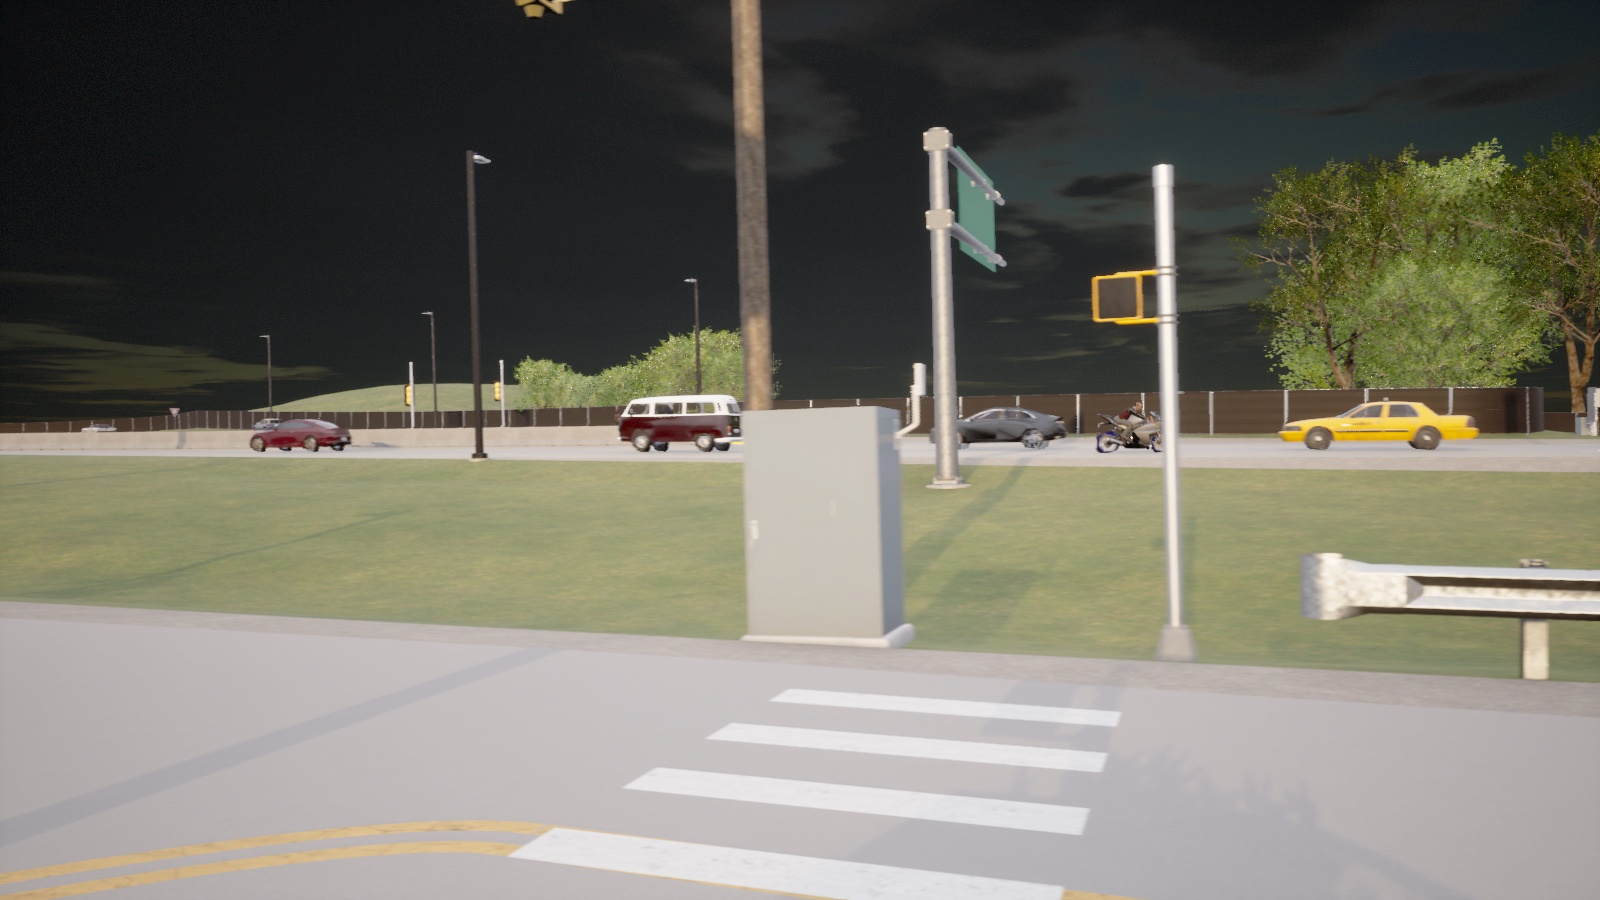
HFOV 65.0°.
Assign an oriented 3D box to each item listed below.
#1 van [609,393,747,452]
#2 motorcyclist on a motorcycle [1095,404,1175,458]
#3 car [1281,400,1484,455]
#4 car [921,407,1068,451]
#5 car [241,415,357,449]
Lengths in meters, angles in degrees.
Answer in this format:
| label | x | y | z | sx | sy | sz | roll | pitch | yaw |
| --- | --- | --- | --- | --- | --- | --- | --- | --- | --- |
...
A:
| label | x | y | z | sx | sy | sz | roll | pitch | yaw |
| --- | --- | --- | --- | --- | --- | --- | --- | --- | --- |
| van | -4.369 | -0.970 | 45.226 | 4.480 | 2.038 | 2.069 | 0 | 1 | 19 |
| motorcyclist on a motorcycle | 9.752 | -0.548 | 36.579 | 2.191 | 1.530 | 0.866 | 0 | 1 | 19 |
| car | 17.324 | -0.669 | 37.627 | 5.366 | 1.575 | 1.801 | 0 | 1 | 20 |
| car | 6.983 | -0.750 | 44.963 | 4.902 | 1.511 | 2.128 | 0 | 1 | 19 |
| car | -21.971 | -0.797 | 55.101 | 4.674 | 1.442 | 1.812 | 0 | 1 | 19 |
